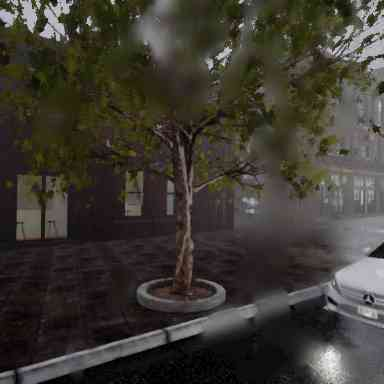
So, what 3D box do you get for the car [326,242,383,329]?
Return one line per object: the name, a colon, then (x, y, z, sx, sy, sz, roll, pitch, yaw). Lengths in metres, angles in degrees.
car: (4.501, 1.527, 6.322, 4.674, 1.442, 1.812, 0, 0, -36)
